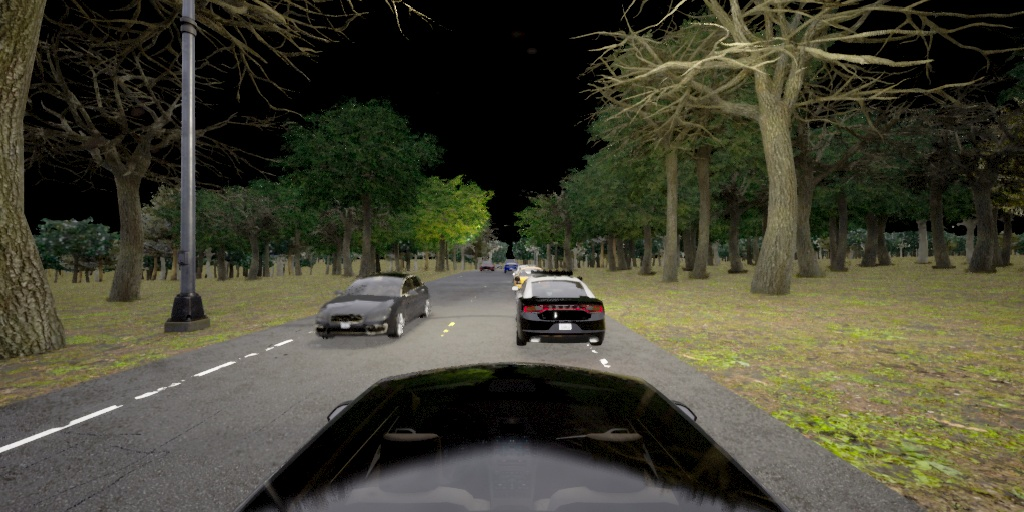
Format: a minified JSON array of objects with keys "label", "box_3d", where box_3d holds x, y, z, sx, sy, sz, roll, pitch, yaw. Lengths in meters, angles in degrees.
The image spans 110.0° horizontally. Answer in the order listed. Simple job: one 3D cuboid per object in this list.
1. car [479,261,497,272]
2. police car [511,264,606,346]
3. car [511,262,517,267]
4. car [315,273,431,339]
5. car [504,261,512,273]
[{"label":"car","box_3d":[-3.695,1.456,53.249,2.097,1.767,4.553,0,-1,0]},{"label":"police car","box_3d":[1.036,1.185,9.588,1.930,1.638,5.238,0,0,0]},{"label":"car","box_3d":[1.016,1.255,19.670,1.801,1.575,5.366,0,0,0]},{"label":"car","box_3d":[-3.615,1.266,10.198,1.837,1.490,4.892,0,0,0]},{"label":"car","box_3d":[-0.064,1.508,48.904,1.882,1.535,5.008,0,-1,0]}]
